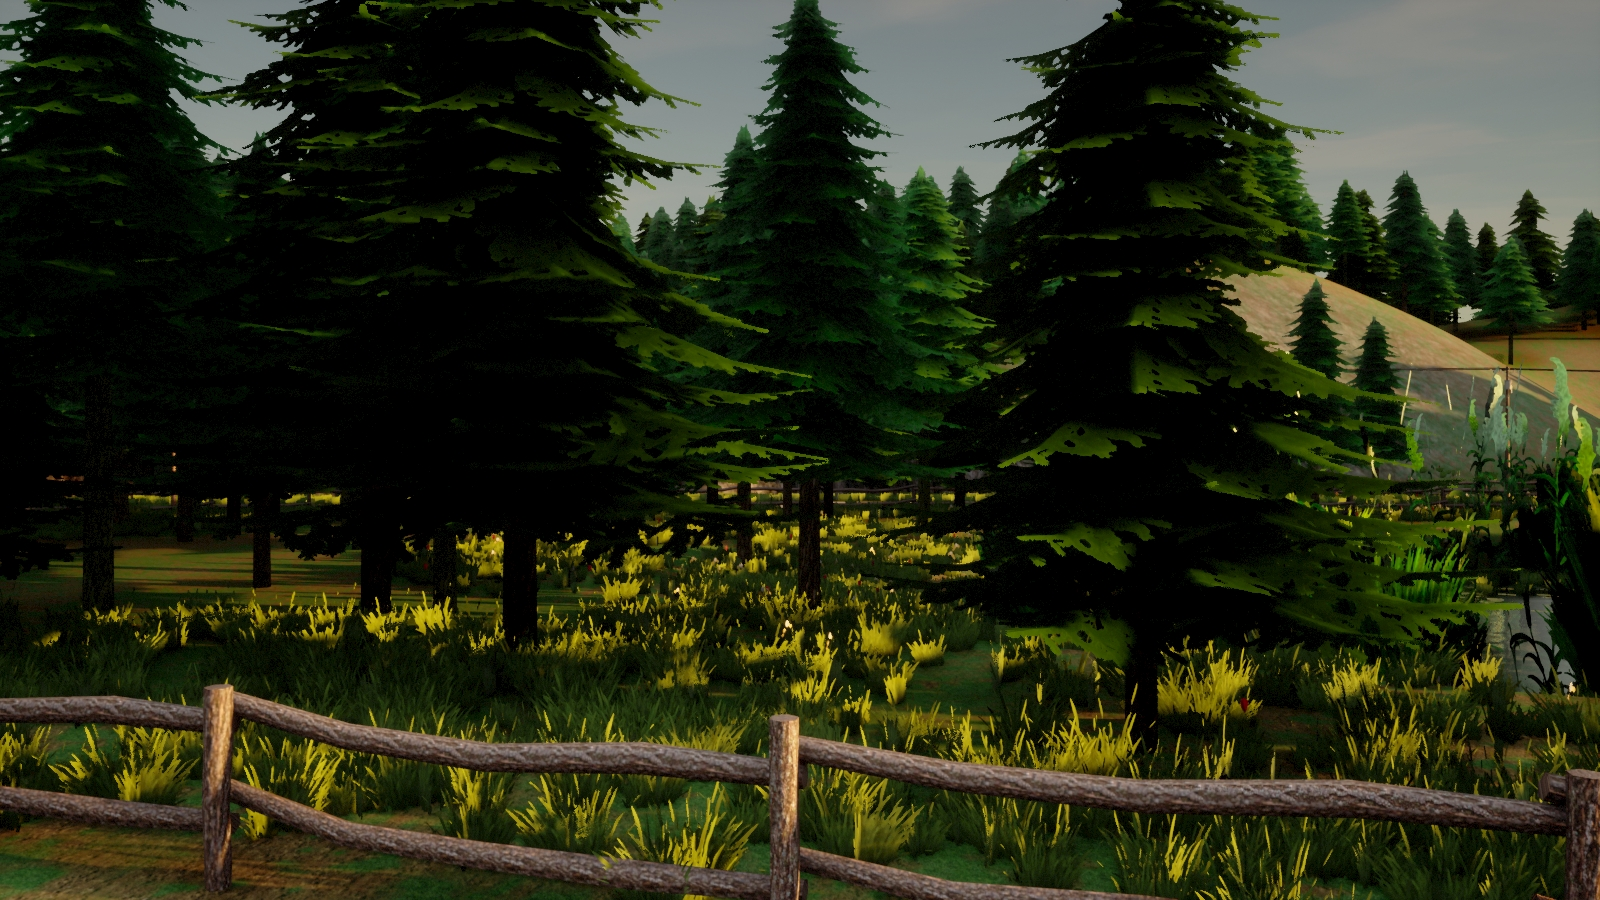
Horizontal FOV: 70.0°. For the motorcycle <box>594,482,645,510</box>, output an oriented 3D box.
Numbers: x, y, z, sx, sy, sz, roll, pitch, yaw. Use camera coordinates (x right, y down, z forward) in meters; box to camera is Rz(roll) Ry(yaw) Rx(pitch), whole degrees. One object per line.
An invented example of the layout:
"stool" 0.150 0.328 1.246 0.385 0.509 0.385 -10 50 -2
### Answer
"motorcycle" -8.531 2.178 54.107 2.209 1.251 0.867 0 0 14
